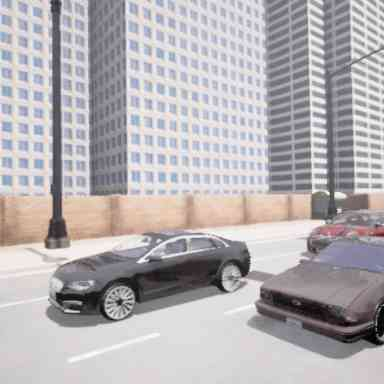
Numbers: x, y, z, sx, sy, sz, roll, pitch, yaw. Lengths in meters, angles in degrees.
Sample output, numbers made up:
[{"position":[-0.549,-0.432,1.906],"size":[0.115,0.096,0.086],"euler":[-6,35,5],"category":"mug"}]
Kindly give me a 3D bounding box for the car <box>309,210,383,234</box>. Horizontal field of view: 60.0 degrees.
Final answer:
[{"position":[6.633,1.548,13.372],"size":[4.553,1.767,2.097],"euler":[0,-2,-37],"category":"car"}]

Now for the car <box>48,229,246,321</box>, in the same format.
[{"position":[-0.709,1.686,7.817],"size":[4.902,1.511,2.128],"euler":[0,-2,-37],"category":"car"}]

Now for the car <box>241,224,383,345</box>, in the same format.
[{"position":[3.695,1.646,6.766],"size":[5.357,1.411,2.033],"euler":[0,-2,-37],"category":"car"}]
